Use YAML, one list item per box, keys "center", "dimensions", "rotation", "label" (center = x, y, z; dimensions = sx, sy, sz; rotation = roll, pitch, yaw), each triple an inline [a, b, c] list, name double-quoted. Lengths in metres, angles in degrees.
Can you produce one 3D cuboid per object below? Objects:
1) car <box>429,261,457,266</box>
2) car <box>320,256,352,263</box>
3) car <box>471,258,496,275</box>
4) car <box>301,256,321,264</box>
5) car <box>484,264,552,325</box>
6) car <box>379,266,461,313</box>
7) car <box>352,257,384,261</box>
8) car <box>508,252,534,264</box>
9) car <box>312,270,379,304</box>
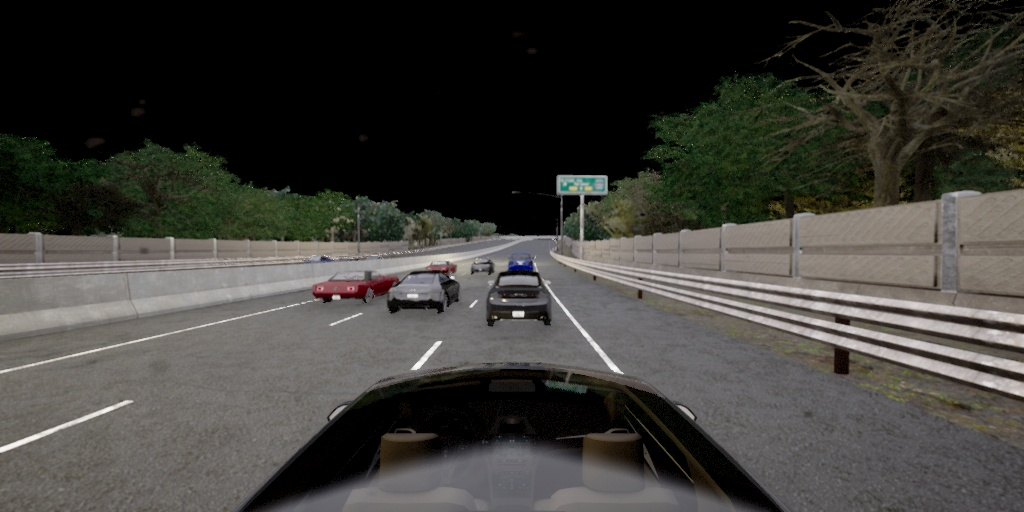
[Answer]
- center: [-6.196, 1.062, 31.942]
  dimensions: [1.895, 1.301, 4.718]
  rotation: [0, 1, 2]
  label: "car"
- center: [-19.984, 0.855, 42.139]
  dimensions: [1.895, 1.301, 4.718]
  rotation: [0, 1, 3]
  label: "car"
- center: [-2.642, 0.929, 33.270]
  dimensions: [2.128, 1.511, 4.902]
  rotation: [0, 1, 2]
  label: "car"
- center: [-23.430, 0.755, 43.247]
  dimensions: [1.812, 1.442, 4.674]
  rotation: [0, 1, 3]
  label: "car"
- center: [0.230, 1.213, 11.664]
  dimensions: [1.837, 1.490, 4.892]
  rotation: [0, 1, 1]
  label: "car"
- center: [-3.219, 1.255, 13.780]
  dimensions: [1.994, 1.385, 4.181]
  rotation: [0, 1, 1]
  label: "car"
- center: [-16.459, 0.789, 42.671]
  dimensions: [2.033, 1.411, 5.357]
  rotation: [0, 1, 3]
  label: "car"
- center: [0.819, 0.679, 32.220]
  dimensions: [2.150, 2.045, 5.566]
  rotation: [0, 1, 2]
  label: "car"
- center: [-6.667, 1.273, 15.953]
  dimensions: [1.895, 1.301, 4.718]
  rotation: [0, 0, 1]
  label: "car"
